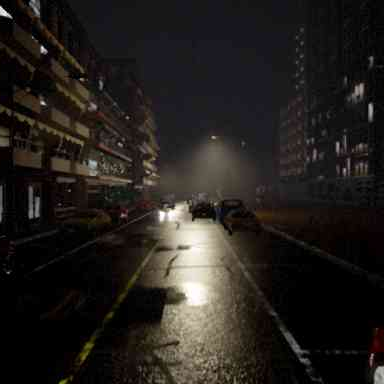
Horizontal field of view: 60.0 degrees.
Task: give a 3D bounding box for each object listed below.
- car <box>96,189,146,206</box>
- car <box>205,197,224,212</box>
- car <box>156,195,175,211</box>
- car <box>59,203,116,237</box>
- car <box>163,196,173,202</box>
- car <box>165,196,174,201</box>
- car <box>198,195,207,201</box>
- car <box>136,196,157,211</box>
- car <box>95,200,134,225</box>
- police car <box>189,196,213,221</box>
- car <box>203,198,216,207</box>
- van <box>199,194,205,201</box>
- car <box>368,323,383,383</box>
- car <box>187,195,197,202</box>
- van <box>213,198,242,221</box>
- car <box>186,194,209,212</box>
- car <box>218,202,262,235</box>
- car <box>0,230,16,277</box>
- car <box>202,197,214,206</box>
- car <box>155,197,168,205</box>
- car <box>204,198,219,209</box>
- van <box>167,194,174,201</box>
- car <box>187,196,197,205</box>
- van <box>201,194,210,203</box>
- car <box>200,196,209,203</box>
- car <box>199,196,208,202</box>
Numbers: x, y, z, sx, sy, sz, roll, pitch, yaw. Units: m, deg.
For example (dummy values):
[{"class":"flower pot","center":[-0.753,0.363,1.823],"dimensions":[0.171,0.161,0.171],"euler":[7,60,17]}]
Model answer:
[{"class":"car","center":[-8.746,0.676,39.273],"dimensions":[2.150,2.045,5.566],"euler":[3,21,46]},{"class":"car","center":[2.678,1.453,40.391],"dimensions":[1.967,1.590,4.097],"euler":[0,0,0]},{"class":"car","center":[-3.096,1.507,41.720],"dimensions":[2.128,1.511,4.902],"euler":[0,0,0]},{"class":"car","center":[-5.698,1.525,18.114],"dimensions":[1.752,1.417,4.829],"euler":[0,0,0]},{"class":"car","center":[-5.707,1.626,79.076],"dimensions":[1.947,1.339,4.313],"euler":[0,0,0]},{"class":"car","center":[-5.708,1.615,84.603],"dimensions":[1.887,1.381,4.507],"euler":[0,0,0]},{"class":"car","center":[2.672,1.511,84.604],"dimensions":[1.967,1.590,4.097],"euler":[0,0,0]},{"class":"car","center":[-5.701,1.557,40.390],"dimensions":[1.887,1.381,4.507],"euler":[0,0,0]},{"class":"car","center":[-5.698,1.546,23.810],"dimensions":[1.887,1.381,4.507],"euler":[0,0,0]},{"class":"police car","center":[0.896,1.428,26.919],"dimensions":[1.930,1.638,5.238],"euler":[0,0,0]},{"class":"car","center":[2.677,1.605,51.445],"dimensions":[1.802,1.307,4.206],"euler":[0,0,0]},{"class":"van","center":[2.670,1.422,90.132],"dimensions":[1.690,1.788,3.998],"euler":[0,0,0]},{"class":"car","center":[2.685,1.545,1.705],"dimensions":[1.887,1.381,4.507],"euler":[0,0,0]},{"class":"car","center":[-0.009,1.455,76.455],"dimensions":[2.128,1.511,4.902],"euler":[0,0,0]},{"class":"van","center":[2.681,1.343,23.811],"dimensions":[1.690,1.788,3.998],"euler":[0,0,0]},{"class":"car","center":[0.756,1.362,36.822],"dimensions":[2.097,1.767,4.553],"euler":[0,0,3]},{"class":"car","center":[2.683,1.525,18.455],"dimensions":[1.752,1.417,4.829],"euler":[0,0,0]},{"class":"car","center":[-5.697,1.439,7.230],"dimensions":[1.967,1.590,4.097],"euler":[0,0,0]},{"class":"car","center":[2.676,1.611,56.971],"dimensions":[1.802,1.307,4.206],"euler":[0,0,0]},{"class":"car","center":[-5.704,1.586,62.497],"dimensions":[2.008,1.369,4.403],"euler":[0,0,0]},{"class":"car","center":[2.678,1.544,46.088],"dimensions":[1.752,1.417,4.829],"euler":[0,0,0]},{"class":"van","center":[-5.710,1.422,90.131],"dimensions":[1.690,1.788,3.998],"euler":[0,0,0]},{"class":"car","center":[-0.008,1.539,61.306],"dimensions":[1.837,1.490,4.892],"euler":[0,0,0]},{"class":"van","center":[2.674,1.384,68.025],"dimensions":[1.690,1.788,3.998],"euler":[0,0,0]},{"class":"car","center":[2.674,1.577,73.720],"dimensions":[1.752,1.417,4.829],"euler":[0,0,0]},{"class":"car","center":[2.673,1.627,79.078],"dimensions":[1.947,1.339,4.313],"euler":[0,0,0]}]
